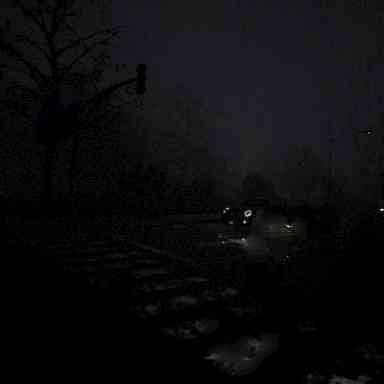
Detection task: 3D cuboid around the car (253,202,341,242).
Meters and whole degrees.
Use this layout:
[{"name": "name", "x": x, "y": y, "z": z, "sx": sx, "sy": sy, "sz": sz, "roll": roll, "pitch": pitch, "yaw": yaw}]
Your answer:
[{"name": "car", "x": 5.410, "y": 1.410, "z": 16.133, "sx": 4.892, "sy": 1.490, "sz": 1.837, "roll": 2, "pitch": 2, "yaw": -40}]

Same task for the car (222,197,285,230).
[{"name": "car", "x": 3.835, "y": 1.103, "z": 19.036, "sx": 4.553, "sy": 1.767, "sz": 2.097, "roll": 2, "pitch": 2, "yaw": -40}]

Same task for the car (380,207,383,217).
[{"name": "car", "x": 20.523, "y": 1.754, "z": 33.148, "sx": 4.892, "sy": 1.490, "sz": 1.837, "roll": 2, "pitch": 2, "yaw": -41}]
